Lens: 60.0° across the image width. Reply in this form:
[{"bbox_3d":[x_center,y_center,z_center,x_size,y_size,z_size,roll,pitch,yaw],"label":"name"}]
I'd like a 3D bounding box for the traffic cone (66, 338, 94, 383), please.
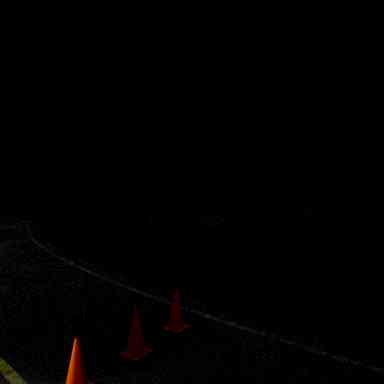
[{"bbox_3d":[-1.296,1.945,3.750,0.340,0.580,0.340,1,1,31],"label":"traffic cone"}]

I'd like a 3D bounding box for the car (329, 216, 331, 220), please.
[{"bbox_3d":[35.615,6.632,82.740,1.851,1.617,3.988,-4,-3,4],"label":"car"}]

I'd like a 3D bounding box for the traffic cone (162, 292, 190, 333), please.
[{"bbox_3d":[-0.257,1.931,5.451,0.340,0.580,0.340,1,1,31],"label":"traffic cone"}]

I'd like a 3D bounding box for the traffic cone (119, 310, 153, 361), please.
[{"bbox_3d":[-0.776,1.938,4.601,0.340,0.580,0.340,1,1,32],"label":"traffic cone"}]
